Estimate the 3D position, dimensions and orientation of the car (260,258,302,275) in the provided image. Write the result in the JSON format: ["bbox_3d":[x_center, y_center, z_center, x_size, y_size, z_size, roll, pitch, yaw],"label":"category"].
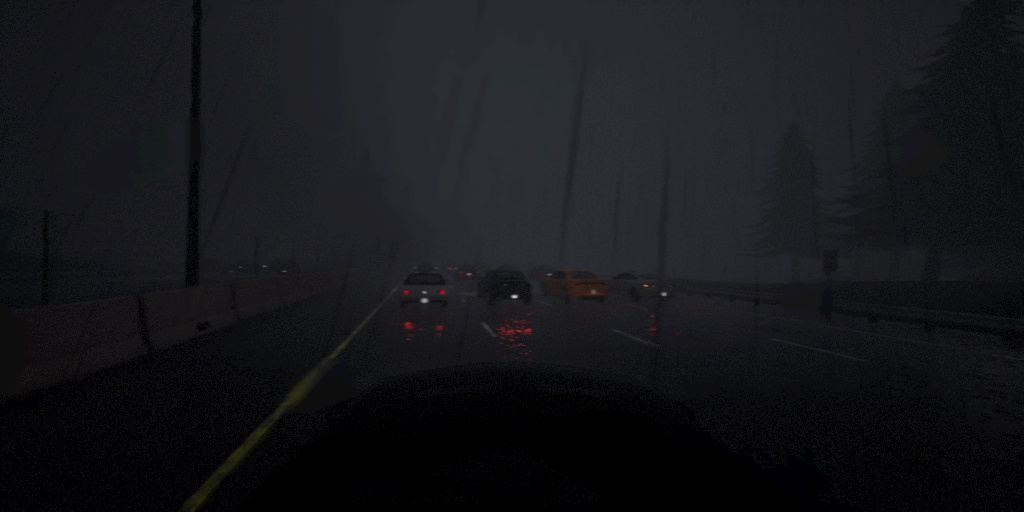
[{"bbox_3d":[-23.228,1.026,36.497,2.097,1.767,4.553,1,0,-13],"label":"car"}]

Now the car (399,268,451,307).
[{"bbox_3d":[-3.815,1.399,15.706,1.895,1.301,4.718,1,0,-13],"label":"car"}]

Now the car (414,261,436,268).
[{"bbox_3d":[-7.373,1.420,30.478,1.994,1.385,4.181,1,0,-14],"label":"car"}]

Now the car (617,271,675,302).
[{"bbox_3d":[6.329,1.482,18.437,1.812,1.442,4.674,1,0,-13],"label":"car"}]

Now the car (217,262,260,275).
[{"bbox_3d":[-26.624,1.223,35.642,1.895,1.301,4.718,1,0,-13],"label":"car"}]

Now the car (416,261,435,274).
[{"bbox_3d":[-10.837,1.404,44.836,2.128,1.511,4.902,1,0,-14],"label":"car"}]

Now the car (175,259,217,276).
[{"bbox_3d":[-29.934,1.061,34.441,2.128,1.511,4.902,1,-1,-13],"label":"car"}]

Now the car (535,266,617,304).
[{"bbox_3d":[2.905,1.384,17.713,1.882,1.535,5.008,1,0,-13],"label":"car"}]

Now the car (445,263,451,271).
[{"bbox_3d":[-7.444,1.567,45.684,1.895,1.301,4.718,1,0,-14],"label":"car"}]

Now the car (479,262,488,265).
[{"bbox_3d":[-4.033,1.498,46.476,1.882,1.535,5.008,1,0,-14],"label":"car"}]

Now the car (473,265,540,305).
[{"bbox_3d":[-0.456,1.361,16.717,1.837,1.490,4.892,1,0,-13],"label":"car"}]

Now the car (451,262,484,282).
[{"bbox_3d":[-3.973,1.474,31.302,1.994,1.385,4.181,1,0,-13],"label":"car"}]

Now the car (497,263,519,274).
[{"bbox_3d":[-0.639,1.675,47.324,1.895,1.301,4.718,1,0,-14],"label":"car"}]
